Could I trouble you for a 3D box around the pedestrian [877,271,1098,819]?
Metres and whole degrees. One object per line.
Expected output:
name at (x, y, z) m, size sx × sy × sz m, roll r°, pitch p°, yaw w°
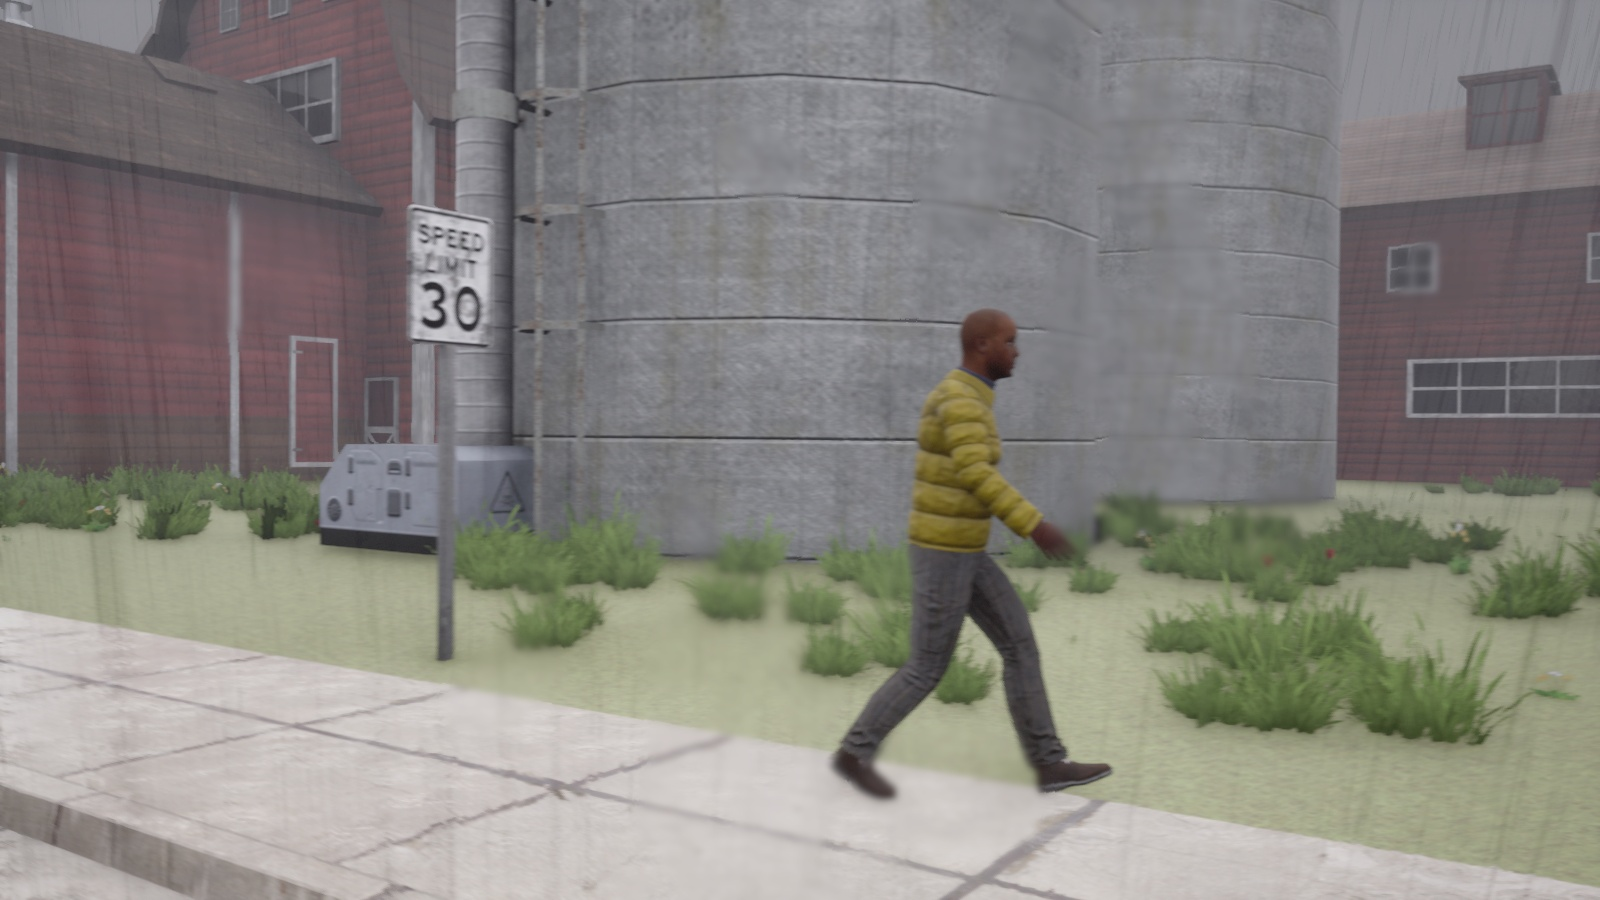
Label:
pedestrian at (0.676, 0.319, 4.475) m, size 0.726 × 1.835 × 0.370 m, roll 0°, pitch 1°, yaw 16°
